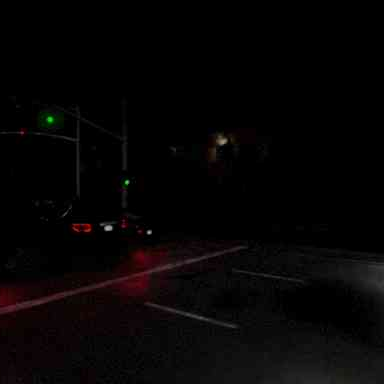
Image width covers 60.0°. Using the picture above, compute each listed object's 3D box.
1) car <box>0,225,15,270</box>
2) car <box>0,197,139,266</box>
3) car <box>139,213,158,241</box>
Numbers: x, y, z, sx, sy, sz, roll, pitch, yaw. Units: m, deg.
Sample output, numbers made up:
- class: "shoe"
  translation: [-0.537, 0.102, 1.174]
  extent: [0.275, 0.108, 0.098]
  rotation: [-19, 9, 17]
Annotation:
- class: "car"
  translation: [-7.007, 1.575, 8.992]
  extent: [4.718, 1.301, 1.895]
  rotation: [0, 0, 36]
- class: "car"
  translation: [-4.712, 1.195, 11.652]
  extent: [5.566, 2.045, 2.150]
  rotation: [0, 0, 36]
- class: "car"
  translation: [-3.650, 1.497, 15.190]
  extent: [4.674, 1.442, 1.812]
  rotation: [0, 0, 35]
